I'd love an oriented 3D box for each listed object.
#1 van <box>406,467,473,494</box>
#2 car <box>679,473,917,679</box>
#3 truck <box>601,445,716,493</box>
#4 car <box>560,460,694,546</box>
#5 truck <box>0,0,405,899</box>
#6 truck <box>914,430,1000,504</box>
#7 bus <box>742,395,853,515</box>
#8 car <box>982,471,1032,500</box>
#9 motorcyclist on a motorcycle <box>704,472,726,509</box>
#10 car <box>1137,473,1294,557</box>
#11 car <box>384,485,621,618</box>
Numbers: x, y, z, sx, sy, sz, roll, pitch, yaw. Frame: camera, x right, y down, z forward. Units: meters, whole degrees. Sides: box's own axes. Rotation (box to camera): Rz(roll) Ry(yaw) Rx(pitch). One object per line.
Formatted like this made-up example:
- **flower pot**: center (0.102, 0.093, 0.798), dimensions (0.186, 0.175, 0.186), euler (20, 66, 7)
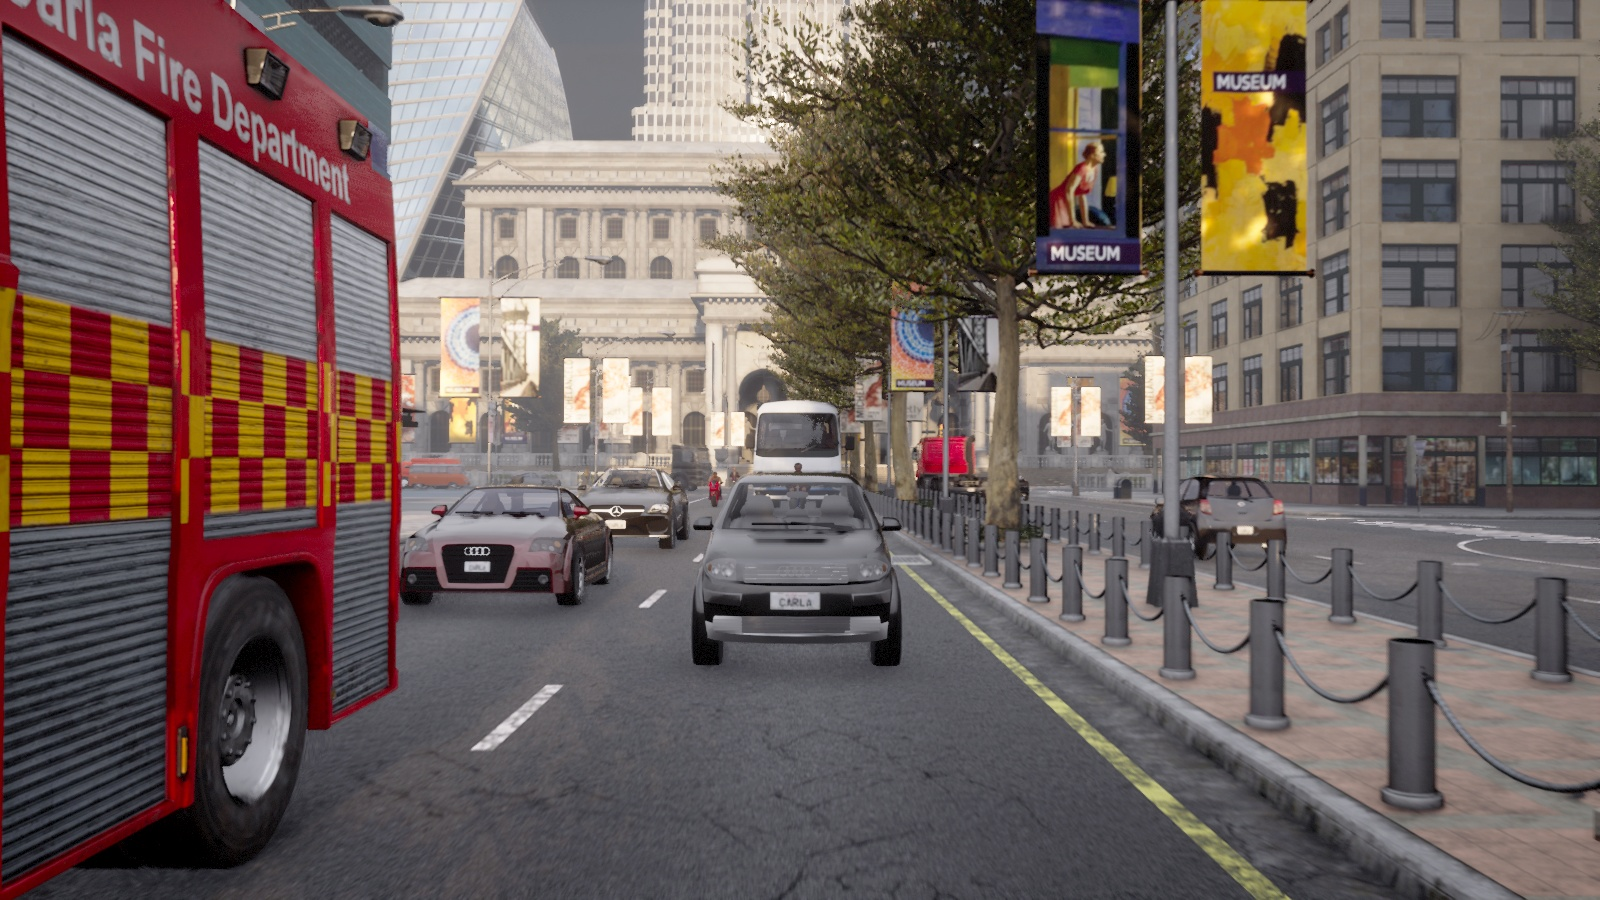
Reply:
- **van**: center (-26.786, 2.240, 93.477), dimensions (4.442, 1.987, 1.775), euler (0, -1, 0)
- **car**: center (-0.019, 0.984, 11.337), dimensions (1.789, 1.549, 3.705), euler (0, -1, 0)
- **truck**: center (-10.497, 1.439, 93.237), dimensions (7.936, 3.462, 2.891), euler (0, -1, 16)
- **car**: center (-3.548, 1.056, 26.709), dimensions (2.152, 1.651, 5.027), euler (0, -1, 0)
- **truck**: center (-3.507, -0.297, 2.343), dimensions (2.891, 3.827, 8.468), euler (0, -1, 0)
- **truck**: center (7.819, 0.866, 63.428), dimensions (2.891, 3.462, 7.936), euler (0, -1, -3)
- **bus**: center (-0.087, 0.277, 49.949), dimensions (3.944, 4.253, 10.273), euler (0, -1, 0)
- **car**: center (11.329, 1.905, 69.025), dimensions (1.882, 1.535, 5.008), euler (0, -1, 0)
- **motorcyclist on a motorcycle**: center (-3.590, 1.704, 53.221), dimensions (0.797, 1.523, 2.044), euler (0, -1, 0)
- **car**: center (7.955, 1.206, 24.403), dimensions (1.845, 1.501, 3.633), euler (0, -1, 0)
- **car**: center (-3.528, 1.156, 15.711), dimensions (1.994, 1.385, 4.181), euler (0, -1, 0)
